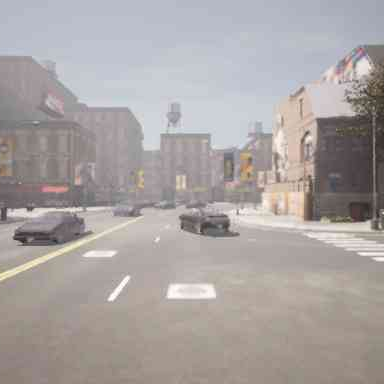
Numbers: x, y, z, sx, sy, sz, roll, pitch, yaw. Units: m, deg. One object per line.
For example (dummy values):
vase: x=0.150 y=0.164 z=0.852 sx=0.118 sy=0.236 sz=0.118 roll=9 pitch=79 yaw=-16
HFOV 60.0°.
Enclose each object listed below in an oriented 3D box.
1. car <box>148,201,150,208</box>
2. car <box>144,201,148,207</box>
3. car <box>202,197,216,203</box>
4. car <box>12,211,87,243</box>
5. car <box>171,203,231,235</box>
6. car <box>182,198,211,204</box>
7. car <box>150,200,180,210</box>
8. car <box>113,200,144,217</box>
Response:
car: x=-7.747 y=2.234 z=62.082 sx=1.895 sy=1.301 sz=4.718 roll=0 pitch=-1 yaw=30
car: x=-9.910 y=2.104 z=56.777 sx=2.002 sy=1.452 sz=4.674 roll=0 pitch=-1 yaw=20
car: x=2.881 y=1.657 z=66.753 sx=2.097 sy=1.767 sz=4.553 roll=0 pitch=-1 yaw=36
car: x=-7.104 y=1.726 z=17.299 sx=2.033 sy=1.411 sz=5.357 roll=0 pitch=-1 yaw=0
car: x=0.655 y=1.705 z=20.689 sx=2.128 sy=1.511 sz=4.902 roll=-1 pitch=0 yaw=-22
car: x=0.809 y=2.124 z=56.031 sx=2.033 sy=1.411 sz=5.357 roll=0 pitch=-1 yaw=25
car: x=-4.269 y=2.093 z=52.986 sx=2.033 sy=1.411 sz=5.357 roll=0 pitch=-1 yaw=19
car: x=-6.931 y=1.719 z=35.632 sx=2.097 sy=1.767 sz=4.553 roll=0 pitch=-1 yaw=2
